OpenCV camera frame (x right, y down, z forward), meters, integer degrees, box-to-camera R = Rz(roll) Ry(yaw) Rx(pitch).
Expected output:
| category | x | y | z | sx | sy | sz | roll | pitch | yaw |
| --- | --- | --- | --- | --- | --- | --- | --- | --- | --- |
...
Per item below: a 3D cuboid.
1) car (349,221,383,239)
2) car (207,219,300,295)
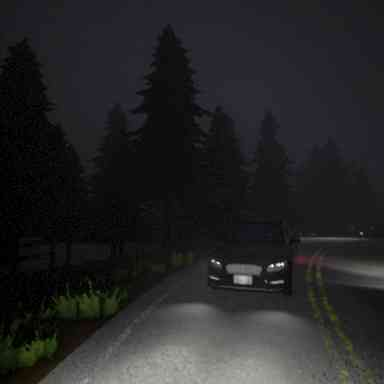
| category | x | y | z | sx | sy | sz | roll | pitch | yaw |
| --- | --- | --- | --- | --- | --- | --- | --- | --- | --- |
| car | 13.851 | 2.843 | 24.902 | 4.718 | 1.301 | 1.895 | 7 | -7 | -35 |
| car | 1.796 | 1.512 | 8.886 | 2.128 | 1.511 | 4.902 | -1 | -1 | 19 |
